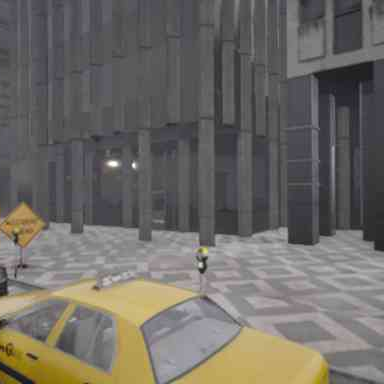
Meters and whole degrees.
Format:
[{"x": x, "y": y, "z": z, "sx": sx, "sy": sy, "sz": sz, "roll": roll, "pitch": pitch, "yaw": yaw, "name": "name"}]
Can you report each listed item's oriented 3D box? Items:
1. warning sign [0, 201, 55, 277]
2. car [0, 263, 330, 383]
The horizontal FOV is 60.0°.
[{"x": -4.648, "y": 1.199, "z": 9.120, "sx": 1.060, "sy": 1.860, "sz": 1.300, "roll": 0, "pitch": 0, "yaw": 36, "name": "warning sign"}, {"x": -1.039, "y": 1.552, "z": 3.704, "sx": 4.829, "sy": 1.417, "sz": 1.752, "roll": -1, "pitch": 0, "yaw": 36, "name": "car"}]
